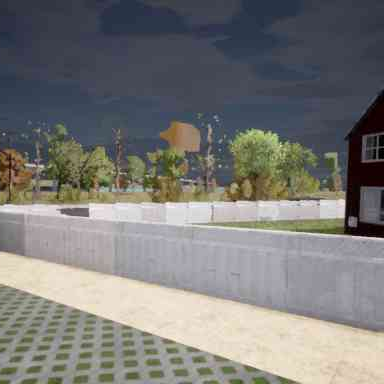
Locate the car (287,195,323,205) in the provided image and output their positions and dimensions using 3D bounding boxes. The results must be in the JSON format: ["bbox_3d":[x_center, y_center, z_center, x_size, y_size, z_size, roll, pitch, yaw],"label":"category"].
[{"bbox_3d":[15.125,1.065,44.653,4.718,1.301,1.895,0,2,-18],"label":"car"}]
